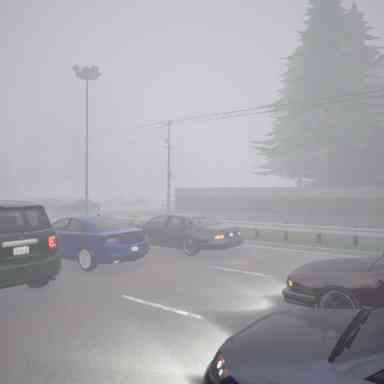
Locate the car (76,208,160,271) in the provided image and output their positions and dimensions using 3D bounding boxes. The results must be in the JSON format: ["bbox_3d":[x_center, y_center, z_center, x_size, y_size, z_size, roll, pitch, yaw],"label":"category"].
[{"bbox_3d":[-3.621,1.478,11.045,5.008,1.535,1.882,0,0,37],"label":"car"}]

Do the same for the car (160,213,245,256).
[{"bbox_3d":[-0.626,1.548,13.173,5.357,1.411,2.033,0,0,37],"label":"car"}]

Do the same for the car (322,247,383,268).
[{"bbox_3d":[4.254,1.547,5.208,5.357,1.411,2.033,0,0,37],"label":"car"}]

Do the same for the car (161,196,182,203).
[{"bbox_3d":[-4.203,1.528,68.727,1.812,1.442,4.674,0,0,37],"label":"car"}]

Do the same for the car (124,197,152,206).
[{"bbox_3d":[-9.115,1.528,56.550,1.812,1.442,4.674,0,0,37],"label":"car"}]

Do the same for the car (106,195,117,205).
[{"bbox_3d":[-13.344,1.354,56.755,2.097,1.767,4.553,0,0,37],"label":"car"}]

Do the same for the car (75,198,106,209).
[{"bbox_3d":[-12.056,1.479,35.241,1.882,1.535,5.008,0,0,37],"label":"car"}]

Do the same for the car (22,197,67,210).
[{"bbox_3d":[-19.139,1.494,43.285,2.128,1.511,4.902,0,0,37],"label":"car"}]

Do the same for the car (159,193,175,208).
[{"bbox_3d":[-2.365,1.224,48.068,2.150,2.045,5.566,0,0,37],"label":"car"}]

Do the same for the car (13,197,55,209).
[{"bbox_3d":[-21.676,1.508,45.734,1.837,1.490,4.892,0,0,37],"label":"car"}]

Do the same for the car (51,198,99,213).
[{"bbox_3d":[-13.630,1.493,38.965,2.128,1.511,4.902,0,0,37],"label":"car"}]

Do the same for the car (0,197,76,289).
[{"bbox_3d":[-5.437,1.222,8.029,5.566,2.045,2.150,0,0,37],"label":"car"}]

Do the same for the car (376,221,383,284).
[{"bbox_3d":[6.965,1.526,7.552,4.674,1.442,1.812,0,0,37],"label":"car"}]

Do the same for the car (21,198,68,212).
[{"bbox_3d":[-17.486,1.509,39.664,1.837,1.490,4.892,0,-1,37],"label":"car"}]

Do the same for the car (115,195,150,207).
[{"bbox_3d":[-8.991,1.603,50.915,1.895,1.301,4.718,0,0,37],"label":"car"}]

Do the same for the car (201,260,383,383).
[{"bbox_3d":[2.105,1.564,2.440,4.181,1.385,1.994,0,0,37],"label":"car"}]
